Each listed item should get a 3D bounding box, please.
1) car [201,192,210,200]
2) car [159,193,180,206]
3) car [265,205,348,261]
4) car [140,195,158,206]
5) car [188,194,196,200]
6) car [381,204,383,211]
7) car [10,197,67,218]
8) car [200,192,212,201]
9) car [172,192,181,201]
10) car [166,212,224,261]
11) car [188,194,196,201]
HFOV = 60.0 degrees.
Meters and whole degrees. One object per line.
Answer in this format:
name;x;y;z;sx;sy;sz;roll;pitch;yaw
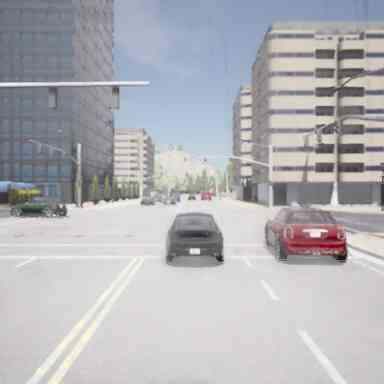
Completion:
car;3.492;0.933;88.973;2.150;2.045;5.566;0;0;0
car;-3.575;1.372;53.123;2.128;1.511;4.902;0;0;0
car;3.982;1.324;12.309;2.097;1.767;4.553;0;0;5
car;-7.074;1.444;53.147;1.994;1.385;4.181;0;0;0
car;-0.008;1.233;88.944;2.128;1.511;4.902;0;0;0
car;21.339;1.419;32.919;4.902;1.511;2.128;0;0;-1
car;-13.231;1.286;28.725;4.553;1.767;2.097;0;0;12
car;3.493;1.042;78.718;2.150;2.045;5.566;0;0;0
car;-3.506;1.071;68.653;2.150;2.045;5.566;0;0;0
car;0.089;1.477;12.136;1.837;1.490;4.892;0;0;0
car;-0.007;1.344;79.826;1.812;1.442;4.674;0;0;0
